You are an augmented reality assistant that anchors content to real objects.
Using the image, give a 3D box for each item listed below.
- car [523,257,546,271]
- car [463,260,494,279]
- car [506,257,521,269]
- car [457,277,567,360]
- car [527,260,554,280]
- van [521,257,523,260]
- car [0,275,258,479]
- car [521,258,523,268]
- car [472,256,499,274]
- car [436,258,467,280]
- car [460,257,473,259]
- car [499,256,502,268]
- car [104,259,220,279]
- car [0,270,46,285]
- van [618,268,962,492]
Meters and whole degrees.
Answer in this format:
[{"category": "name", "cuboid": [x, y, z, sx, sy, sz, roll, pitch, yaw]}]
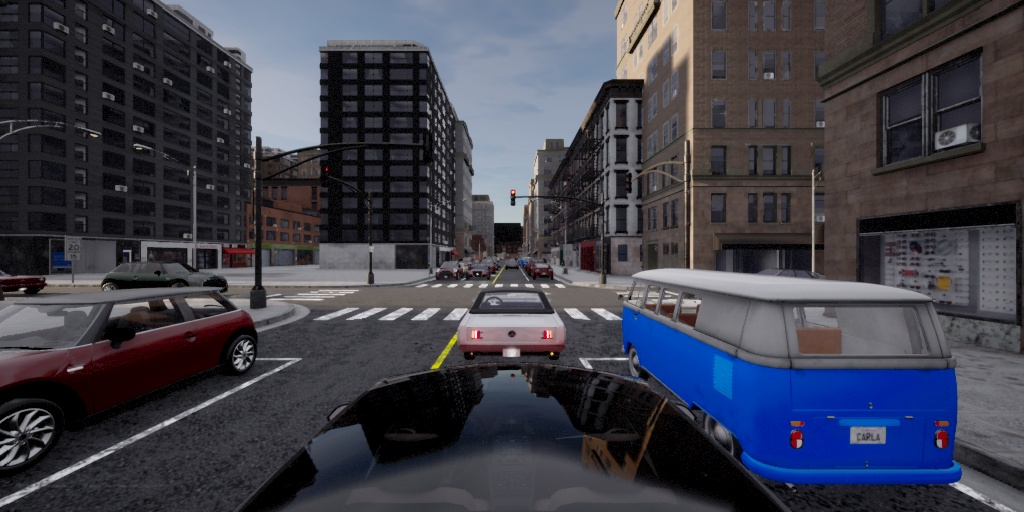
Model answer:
[{"category": "car", "cuboid": [2.601, 1.063, 36.796, 2.192, 1.841, 5.009, 0, 0, 0]}, {"category": "car", "cuboid": [-2.882, 1.313, 31.553, 1.994, 1.385, 4.181, 0, 0, -1]}, {"category": "car", "cuboid": [0.040, 1.308, 55.543, 1.994, 1.385, 4.181, 0, 0, 0]}, {"category": "car", "cuboid": [-0.005, 1.351, 8.292, 1.895, 1.301, 4.718, 0, 0, 0]}, {"category": "car", "cuboid": [2.607, 1.294, 31.386, 1.888, 1.381, 4.507, 0, 0, 0]}, {"category": "van", "cuboid": [2.583, 1.086, 53.025, 1.690, 1.789, 3.998, 0, 0, 0]}, {"category": "car", "cuboid": [-5.388, 1.190, 4.498, 1.967, 1.591, 4.097, 0, 0, 0]}, {"category": "car", "cuboid": [2.589, 1.292, 47.615, 1.888, 1.381, 4.507, 0, 0, 0]}, {"category": "car", "cuboid": [-2.874, 1.100, 40.173, 2.097, 1.767, 4.553, 0, 0, 0]}, {"category": "car", "cuboid": [-5.418, 1.188, 31.377, 1.967, 1.591, 4.097, 0, 0, 0]}, {"category": "car", "cuboid": [-5.430, 1.063, 42.196, 2.192, 1.841, 5.009, 0, 0, 0]}, {"category": "car", "cuboid": [-2.887, 1.099, 49.048, 2.097, 1.767, 4.553, 0, 0, 0]}, {"category": "car", "cuboid": [-16.004, 1.022, 16.715, 4.553, 1.767, 2.097, 0, 0, 0]}, {"category": "car", "cuboid": [-24.983, 1.220, 16.701, 4.718, 1.301, 1.895, 0, 0, 0]}, {"category": "van", "cuboid": [2.637, 1.091, 4.506, 1.690, 1.789, 3.998, 0, 0, 0]}]
